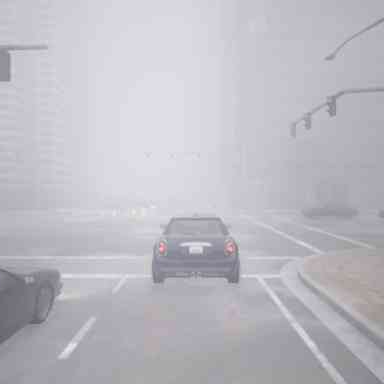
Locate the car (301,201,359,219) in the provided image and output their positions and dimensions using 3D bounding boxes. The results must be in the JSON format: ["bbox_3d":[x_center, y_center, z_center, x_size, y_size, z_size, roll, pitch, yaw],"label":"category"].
[{"bbox_3d":[11.669,1.513,28.243,4.674,1.442,1.812,0,0,1],"label":"car"}]

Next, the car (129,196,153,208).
[{"bbox_3d":[-7.074,1.542,46.450,1.994,1.385,4.181,0,0,0],"label":"car"}]

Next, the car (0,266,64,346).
[{"bbox_3d":[-3.420,1.546,4.048,2.033,1.411,5.357,0,0,0],"label":"car"}]

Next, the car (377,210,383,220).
[{"bbox_3d":[16.468,1.590,24.706,4.718,1.301,1.895,0,0,1],"label":"car"}]

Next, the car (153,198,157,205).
[{"bbox_3d":[-7.044,1.574,56.411,1.895,1.301,4.718,0,0,0],"label":"car"}]

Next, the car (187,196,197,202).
[{"bbox_3d":[0.035,1.527,68.685,1.994,1.385,4.181,0,0,0],"label":"car"}]

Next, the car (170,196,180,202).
[{"bbox_3d":[-3.439,1.446,67.324,1.882,1.535,5.008,0,0,0],"label":"car"}]

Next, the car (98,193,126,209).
[{"bbox_3d":[-10.577,1.331,44.183,2.097,1.767,4.553,0,0,0],"label":"car"}]

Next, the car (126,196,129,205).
[{"bbox_3d":[-10.551,1.479,54.128,1.837,1.490,4.892,0,0,0],"label":"car"}]

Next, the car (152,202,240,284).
[{"bbox_3d":[0.096,1.346,9.733,2.097,1.767,4.553,0,0,0],"label":"car"}]
